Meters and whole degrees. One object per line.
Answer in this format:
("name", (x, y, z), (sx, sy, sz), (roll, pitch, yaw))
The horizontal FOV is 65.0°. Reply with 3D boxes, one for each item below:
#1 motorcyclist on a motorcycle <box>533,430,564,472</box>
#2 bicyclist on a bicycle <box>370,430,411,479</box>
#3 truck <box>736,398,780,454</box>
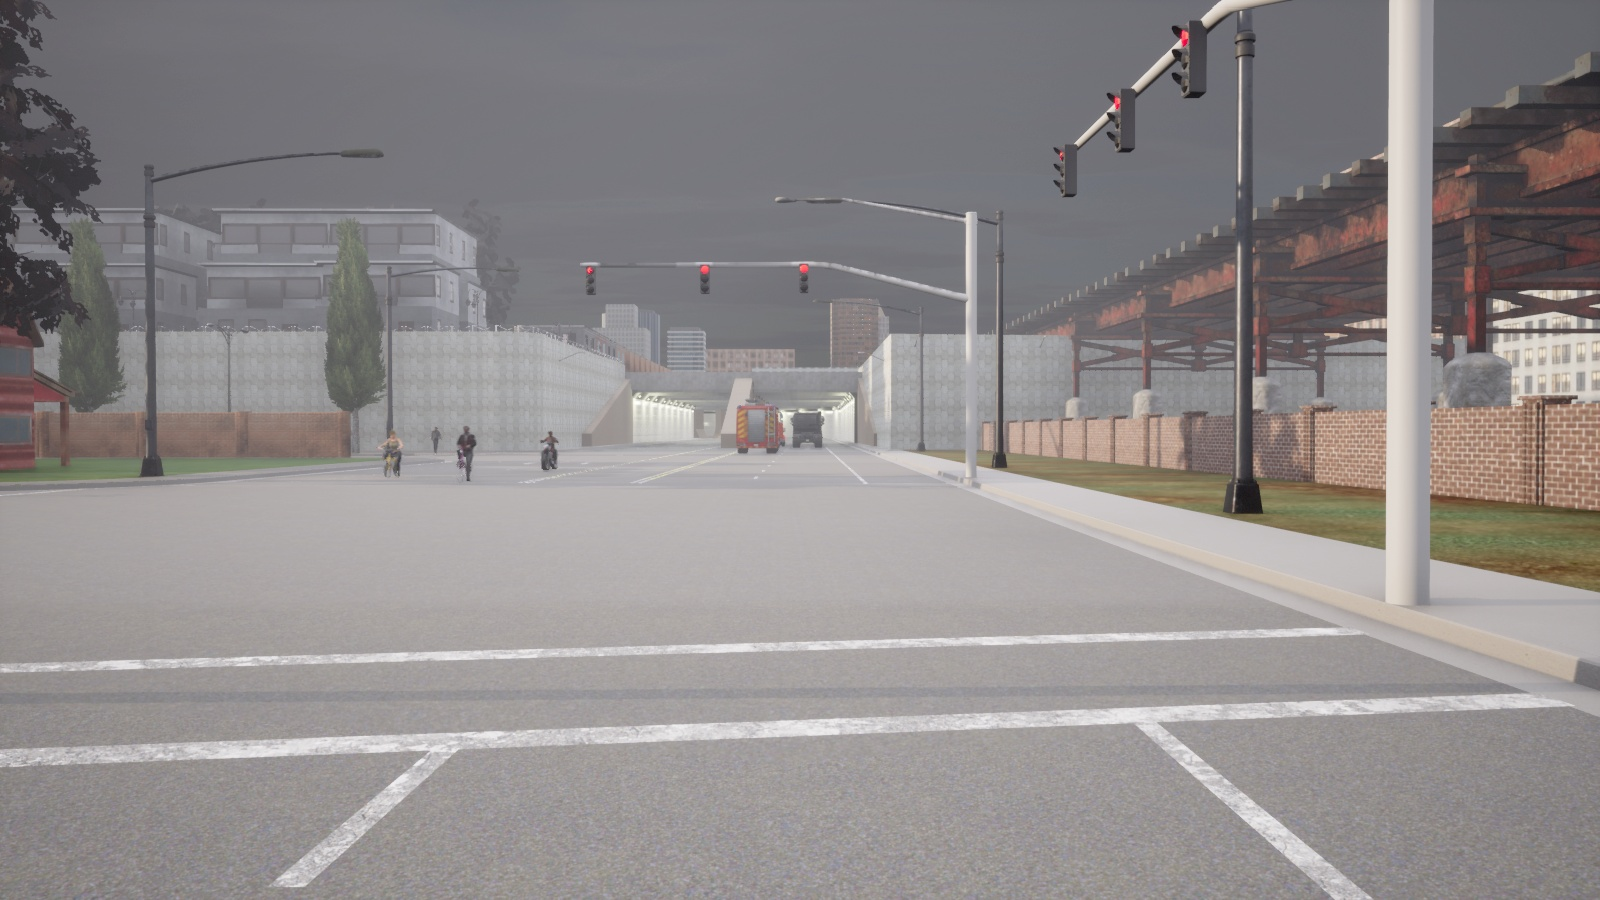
("motorcyclist on a motorcycle", (-10.191, 0.008, 50.956), (0.766, 1.649, 2.350), (0, 1, 0))
("bicyclist on a bicycle", (-13.742, 0.127, 42.213), (0.866, 1.612, 1.509), (0, 1, 0))
("truck", (-2.965, -1.723, 90.997), (2.891, 3.827, 8.468), (0, 1, 0))
